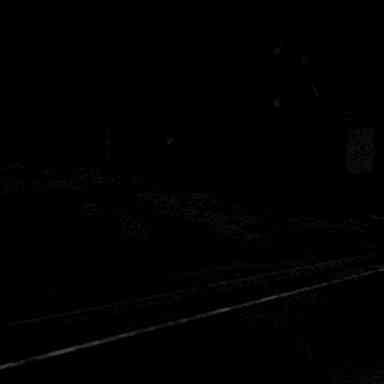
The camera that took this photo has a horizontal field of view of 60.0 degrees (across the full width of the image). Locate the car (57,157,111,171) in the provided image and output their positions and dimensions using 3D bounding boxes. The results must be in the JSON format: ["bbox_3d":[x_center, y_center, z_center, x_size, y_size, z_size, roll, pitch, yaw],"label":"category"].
[{"bbox_3d":[-10.737,-2.589,32.467,2.002,1.452,4.674,1,-2,41],"label":"car"}]

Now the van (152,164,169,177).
[{"bbox_3d":[-3.593,-2.291,41.109,1.878,1.987,4.442,1,-3,39],"label":"van"}]

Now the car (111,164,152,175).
[{"bbox_3d":[-7.179,-2.322,36.708,2.002,1.452,4.674,1,-2,40],"label":"car"}]
